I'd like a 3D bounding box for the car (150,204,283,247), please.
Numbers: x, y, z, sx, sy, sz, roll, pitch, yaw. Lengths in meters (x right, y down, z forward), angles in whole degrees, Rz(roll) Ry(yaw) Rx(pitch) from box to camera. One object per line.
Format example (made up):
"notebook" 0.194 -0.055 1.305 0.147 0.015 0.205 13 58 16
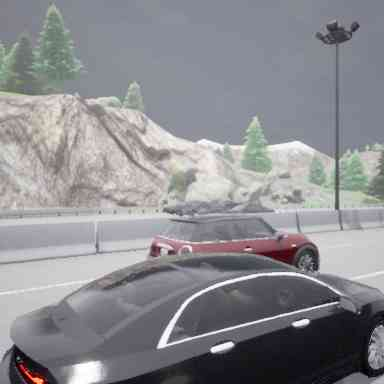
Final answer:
"car" 1.166 1.346 8.510 4.553 1.767 2.097 0 0 -33

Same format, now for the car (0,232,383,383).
"car" 0.544 1.502 3.955 4.892 1.490 1.837 0 0 -34

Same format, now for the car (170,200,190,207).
"car" 0.666 1.546 28.714 4.181 1.385 1.994 0 0 -28

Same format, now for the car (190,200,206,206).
"car" 2.595 1.487 25.792 4.892 1.490 1.837 0 0 -28

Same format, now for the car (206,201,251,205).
"car" 3.557 1.509 22.364 4.674 1.442 1.812 0 0 -28
